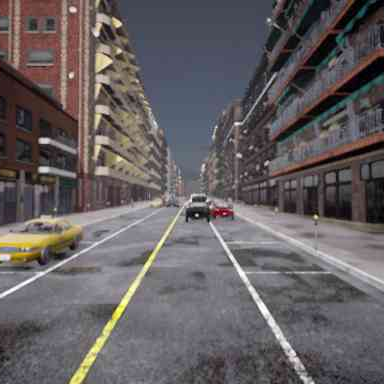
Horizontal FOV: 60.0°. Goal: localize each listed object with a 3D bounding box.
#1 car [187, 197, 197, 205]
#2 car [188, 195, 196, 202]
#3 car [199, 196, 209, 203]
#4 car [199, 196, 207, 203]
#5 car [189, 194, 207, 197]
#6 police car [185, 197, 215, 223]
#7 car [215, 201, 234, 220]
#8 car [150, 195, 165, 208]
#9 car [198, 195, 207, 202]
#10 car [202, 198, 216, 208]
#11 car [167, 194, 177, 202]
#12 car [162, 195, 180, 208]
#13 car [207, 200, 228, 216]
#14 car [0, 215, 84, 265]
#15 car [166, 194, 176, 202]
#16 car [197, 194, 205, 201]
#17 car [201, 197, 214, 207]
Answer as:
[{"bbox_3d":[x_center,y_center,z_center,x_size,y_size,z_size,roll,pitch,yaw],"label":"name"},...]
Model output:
[{"bbox_3d":[-0.006,1.636,62.726,1.837,1.490,4.892,0,0,0],"label":"car"},{"bbox_3d":[-0.008,1.544,77.732,1.882,1.535,5.008,0,0,0],"label":"car"},{"bbox_3d":[2.577,1.716,72.759,1.887,1.381,4.507,1,0,0],"label":"car"},{"bbox_3d":[2.576,1.741,78.289,1.887,1.381,4.507,1,0,0],"label":"car"},{"bbox_3d":[0.568,1.275,36.154,2.150,2.045,5.566,0,0,-4],"label":"car"},{"bbox_3d":[0.570,1.456,26.366,1.930,1.638,5.238,0,0,5],"label":"police car"},{"bbox_3d":[2.582,1.579,28.513,1.887,1.381,4.507,1,0,0],"label":"car"},{"bbox_3d":[-5.300,1.617,50.528,1.752,1.417,4.829,2,0,0],"label":"car"},{"bbox_3d":[2.585,1.662,83.821,1.967,1.590,4.097,1,0,0],"label":"car"},{"bbox_3d":[2.579,1.637,50.636,1.887,1.381,4.507,1,0,0],"label":"car"},{"bbox_3d":[-5.300,1.564,89.411,2.192,1.841,5.009,1,0,0],"label":"car"},{"bbox_3d":[-2.838,1.637,50.110,2.033,1.411,5.357,0,0,0],"label":"car"},{"bbox_3d":[2.582,1.572,34.215,1.752,1.417,4.829,1,0,0],"label":"car"},{"bbox_3d":[-5.295,1.534,11.821,1.752,1.417,4.829,2,0,0],"label":"car"},{"bbox_3d":[-5.300,1.537,83.881,2.192,1.841,5.009,1,0,0],"label":"car"},{"bbox_3d":[2.545,1.592,94.884,2.192,1.841,5.009,1,0,0],"label":"car"},{"bbox_3d":[2.578,1.660,56.167,2.008,1.369,4.403,1,0,0],"label":"car"}]
